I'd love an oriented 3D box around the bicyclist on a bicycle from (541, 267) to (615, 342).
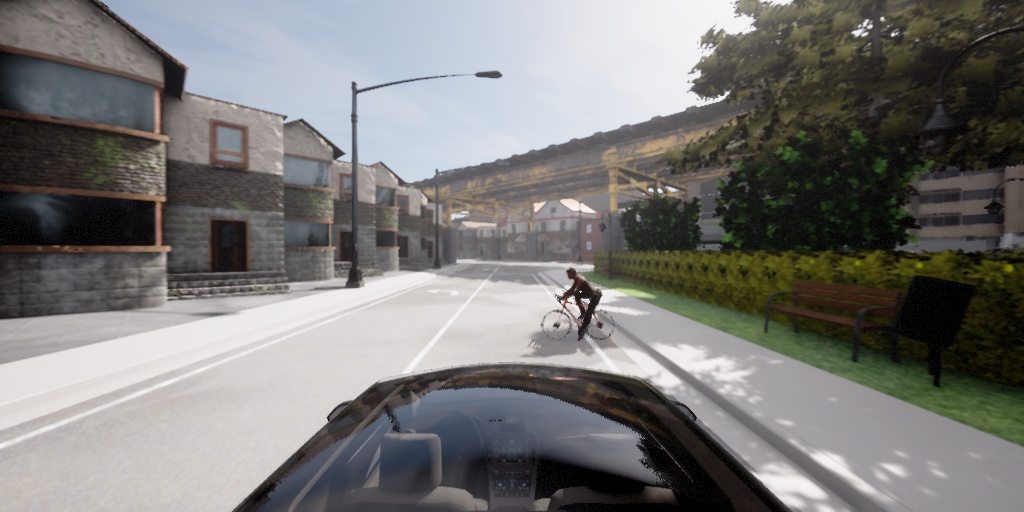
[{"bbox_3d":[1.476,1.081,7.984,1.656,1.620,0.582,0,1,0],"label":"bicyclist on a bicycle"}]
